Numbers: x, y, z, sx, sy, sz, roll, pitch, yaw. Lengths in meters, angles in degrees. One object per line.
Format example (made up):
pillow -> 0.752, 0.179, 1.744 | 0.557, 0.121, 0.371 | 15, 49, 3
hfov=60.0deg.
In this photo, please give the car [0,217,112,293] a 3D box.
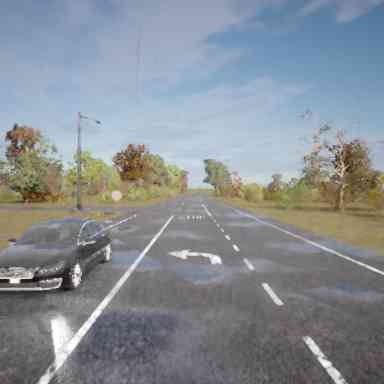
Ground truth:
car -> -3.506, 1.506, 9.007 | 1.837, 1.490, 4.892 | 0, 0, 0
